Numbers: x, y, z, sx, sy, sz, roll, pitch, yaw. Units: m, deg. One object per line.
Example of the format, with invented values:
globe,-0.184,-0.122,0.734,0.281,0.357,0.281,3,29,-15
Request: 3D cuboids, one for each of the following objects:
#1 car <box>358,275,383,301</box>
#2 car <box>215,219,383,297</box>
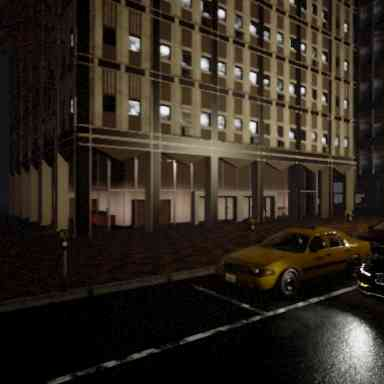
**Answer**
car,5.553,1.505,7.241,4.892,1.490,1.837,1,0,-35
car,2.793,1.523,8.552,4.829,1.417,1.752,0,0,-36
